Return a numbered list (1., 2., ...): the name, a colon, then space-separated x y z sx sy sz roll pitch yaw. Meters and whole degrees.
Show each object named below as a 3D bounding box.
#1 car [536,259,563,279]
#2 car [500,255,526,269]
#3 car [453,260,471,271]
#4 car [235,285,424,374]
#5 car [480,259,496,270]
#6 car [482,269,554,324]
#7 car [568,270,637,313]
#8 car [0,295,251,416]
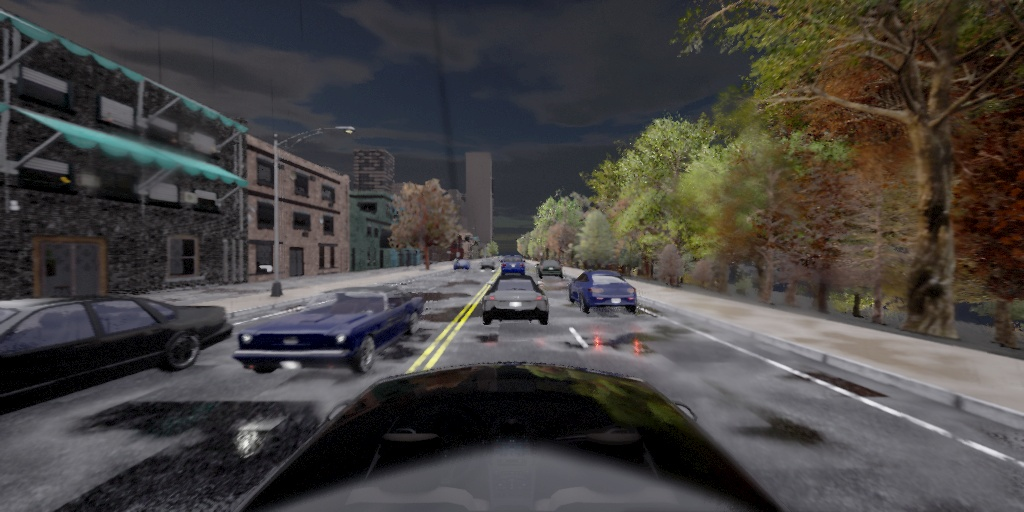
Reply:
1. car: 3.346 1.097 32.861 2.097 1.767 4.553 0 0 0
2. car: 0.097 0.966 33.906 2.150 2.045 5.566 0 0 0
3. car: -6.656 1.221 48.241 1.882 1.535 5.008 0 0 0
4. car: -3.351 1.350 7.646 1.895 1.301 4.718 0 0 0
5. car: -3.440 1.249 51.612 1.837 1.490 4.892 0 -1 -1
6. car: 0.099 1.312 11.977 1.994 1.385 4.181 0 0 0
7. car: 3.362 1.274 13.859 1.812 1.442 4.674 0 0 0
8. car: -6.602 1.297 4.922 2.033 1.411 5.357 0 0 0
